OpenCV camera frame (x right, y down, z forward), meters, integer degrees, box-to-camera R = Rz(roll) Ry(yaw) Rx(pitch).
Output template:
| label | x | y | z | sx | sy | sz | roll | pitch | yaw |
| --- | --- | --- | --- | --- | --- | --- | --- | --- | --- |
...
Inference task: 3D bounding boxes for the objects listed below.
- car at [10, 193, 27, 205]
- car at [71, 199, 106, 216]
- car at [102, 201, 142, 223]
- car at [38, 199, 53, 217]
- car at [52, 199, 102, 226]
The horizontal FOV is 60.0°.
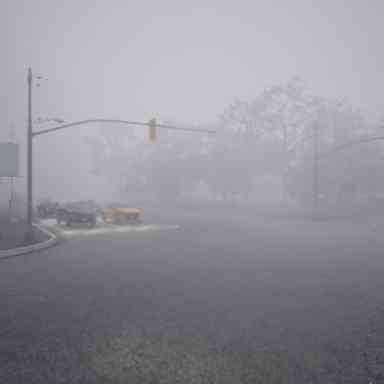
| label | x | y | z | sx | sy | sz | roll | pitch | yaw |
| --- | --- | --- | --- | --- | --- | --- | --- | --- | --- |
| car | -27.021 | 1.215 | 52.174 | 2.150 | 2.045 | 5.566 | 0 | 0 | -36 |
| car | -10.652 | 1.503 | 33.918 | 2.128 | 1.511 | 4.902 | 0 | 0 | -33 |
| car | -5.554 | 1.498 | 25.901 | 1.882 | 1.535 | 5.008 | 0 | 0 | -32 |
| car | -13.290 | 1.606 | 31.559 | 1.895 | 1.301 | 4.718 | 0 | 0 | -33 |
| car | -8.283 | 1.491 | 23.670 | 1.882 | 1.535 | 5.008 | 0 | 0 | -32 |
